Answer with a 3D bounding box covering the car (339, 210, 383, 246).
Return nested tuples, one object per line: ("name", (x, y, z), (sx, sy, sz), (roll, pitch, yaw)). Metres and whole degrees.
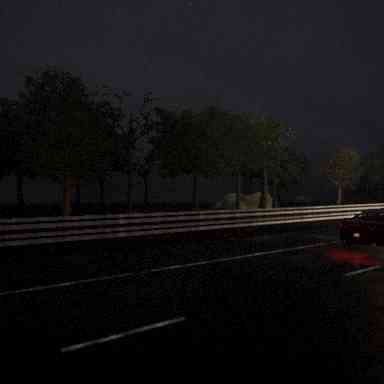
("car", (8.269, 1.485, 14.067), (5.008, 1.535, 1.882), (0, 0, -35))
